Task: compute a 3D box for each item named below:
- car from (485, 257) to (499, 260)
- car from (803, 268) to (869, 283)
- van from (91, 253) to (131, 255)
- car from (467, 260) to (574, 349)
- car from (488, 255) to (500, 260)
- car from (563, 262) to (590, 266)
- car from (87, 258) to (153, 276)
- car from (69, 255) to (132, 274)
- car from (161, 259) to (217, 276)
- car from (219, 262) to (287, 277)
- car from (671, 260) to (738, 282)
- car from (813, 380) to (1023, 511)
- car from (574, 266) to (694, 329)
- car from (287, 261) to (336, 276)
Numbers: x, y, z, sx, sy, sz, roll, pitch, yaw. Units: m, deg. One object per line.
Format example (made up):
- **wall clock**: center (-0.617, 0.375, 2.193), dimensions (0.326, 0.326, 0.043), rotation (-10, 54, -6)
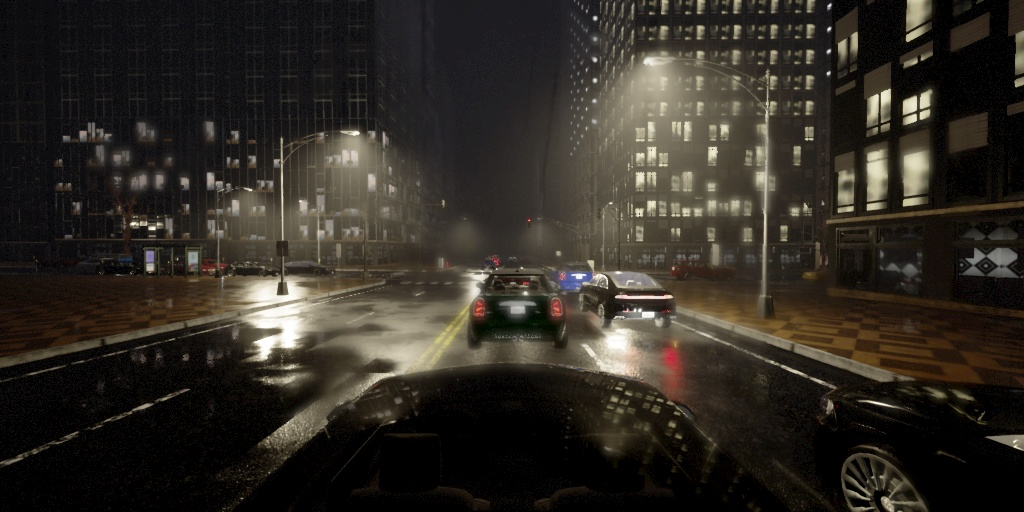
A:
- **car**: center (-3.275, 1.241, 50.808), dimensions (1.812, 1.442, 4.674), rotation (0, 0, 0)
- **car**: center (27.684, 1.579, 30.555), dimensions (4.829, 1.417, 1.751), rotation (0, 0, 1)
- **van**: center (-45.231, 0.605, 40.353), dimensions (3.998, 1.789, 1.690), rotation (0, 0, 1)
- **car**: center (0.111, 1.099, 9.306), dimensions (2.097, 1.767, 4.553), rotation (0, 0, 0)
- **car**: center (-3.243, 0.925, 61.032), dimensions (2.150, 2.045, 5.566), rotation (0, 0, 0)
- **car**: center (3.377, 1.092, 20.122), dimensions (2.097, 1.767, 4.553), rotation (0, 0, 0)
- **car**: center (-34.053, 1.069, 31.676), dimensions (4.313, 1.339, 1.948), rotation (0, 0, 1)
- **car**: center (-38.920, 0.942, 34.419), dimensions (4.674, 1.442, 1.812), rotation (1, 1, 2)
- **car**: center (-28.372, 1.138, 31.494), dimensions (4.207, 1.307, 1.802), rotation (0, 0, 1)
- **car**: center (-22.689, 1.173, 31.353), dimensions (4.313, 1.339, 1.948), rotation (0, 0, 1)
- **car**: center (16.236, 1.269, 30.769), dimensions (5.009, 1.841, 2.192), rotation (0, 0, 1)
- **car**: center (3.344, 1.242, 0.888), dimensions (2.128, 1.511, 4.902), rotation (0, 0, 0)
- **car**: center (3.364, 1.237, 11.280), dimensions (2.128, 1.511, 4.902), rotation (0, 0, 0)
- **car**: center (-19.660, 1.139, 33.980), dimensions (5.357, 1.411, 2.033), rotation (0, 1, 0)
